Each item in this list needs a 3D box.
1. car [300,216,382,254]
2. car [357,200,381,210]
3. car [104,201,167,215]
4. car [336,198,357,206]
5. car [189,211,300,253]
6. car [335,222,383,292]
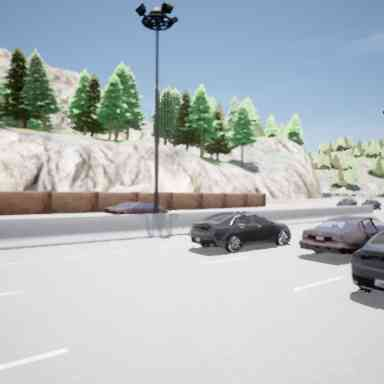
[{"bbox_3d":[6.361,1.645,12.824,5.357,1.411,2.033,1,0,-37],"label":"car"},{"bbox_3d":[26.689,1.897,49.557,1.837,1.490,4.892,0,-1,43],"label":"car"},{"bbox_3d":[-4.930,1.662,30.853,5.357,1.411,2.033,1,0,-37],"label":"car"},{"bbox_3d":[24.448,1.740,52.280,2.097,1.767,4.553,0,0,43],"label":"car"},{"bbox_3d":[2.164,1.583,14.073,4.892,1.490,1.837,1,0,-37],"label":"car"},{"bbox_3d":[5.695,1.576,7.976,4.892,1.490,1.837,0,0,-37],"label":"car"}]
